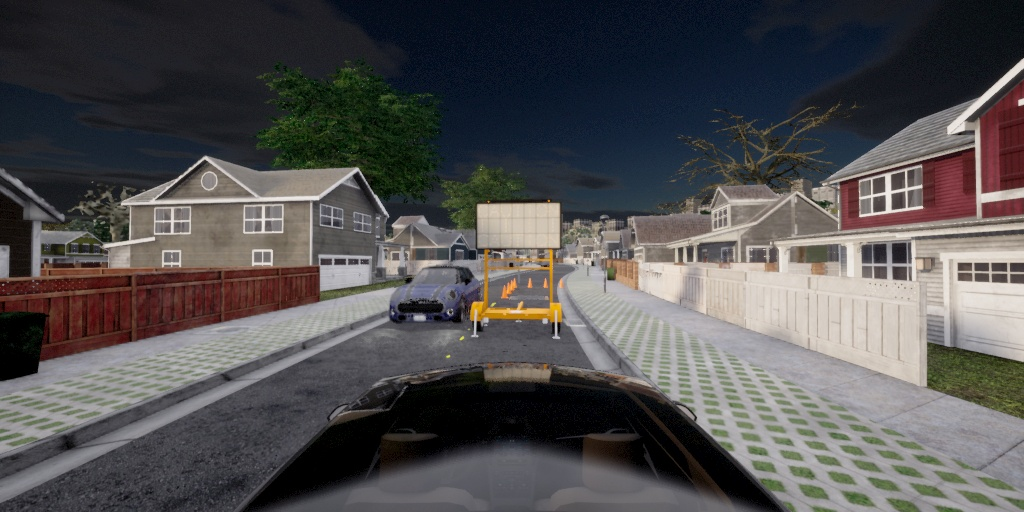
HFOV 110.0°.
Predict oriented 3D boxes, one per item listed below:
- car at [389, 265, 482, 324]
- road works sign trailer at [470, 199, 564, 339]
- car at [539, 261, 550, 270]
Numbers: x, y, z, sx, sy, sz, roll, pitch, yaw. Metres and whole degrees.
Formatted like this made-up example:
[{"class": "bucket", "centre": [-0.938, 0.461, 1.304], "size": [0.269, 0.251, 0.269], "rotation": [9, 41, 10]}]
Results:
[{"class": "car", "centre": [-2.361, 1.112, 12.044], "size": [2.097, 1.767, 4.553], "rotation": [0, 0, 4]}, {"class": "road works sign trailer", "centre": [0.196, 0.220, 10.165], "size": [2.380, 3.560, 2.880], "rotation": [0, 0, 5]}, {"class": "car", "centre": [5.137, 1.361, 54.107], "size": [1.837, 1.490, 4.892], "rotation": [0, 0, 12]}]
